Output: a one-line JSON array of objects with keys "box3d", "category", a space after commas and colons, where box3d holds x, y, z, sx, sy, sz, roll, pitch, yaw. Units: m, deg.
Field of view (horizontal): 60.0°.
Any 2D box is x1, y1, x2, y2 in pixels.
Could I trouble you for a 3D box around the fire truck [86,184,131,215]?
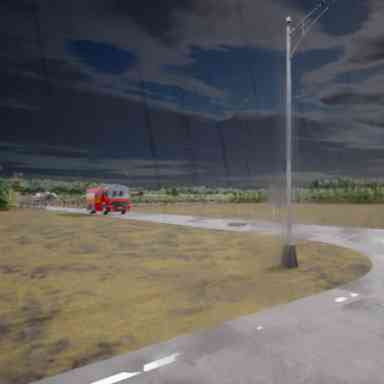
[{"box3d": [-11.100, 0.957, 43.445, 2.891, 3.827, 8.468, -1, -1, -35], "category": "fire truck"}]
